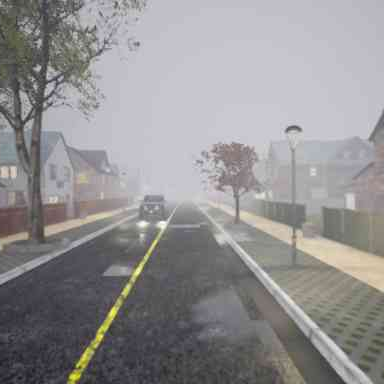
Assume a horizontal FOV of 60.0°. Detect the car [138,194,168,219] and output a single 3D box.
[{"bbox_3d":[-3.274,1.212,29.006,2.150,2.045,5.566,-1,0,-1],"label":"car"}]
